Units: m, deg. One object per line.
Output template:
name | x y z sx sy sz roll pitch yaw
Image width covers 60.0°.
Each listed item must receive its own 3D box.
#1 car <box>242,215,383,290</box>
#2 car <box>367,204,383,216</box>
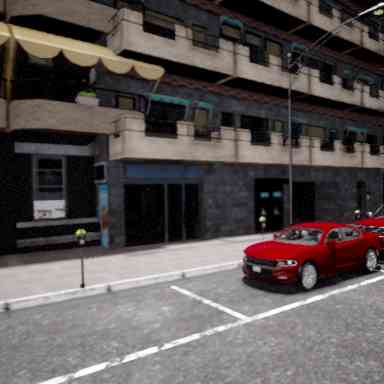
car | 3.319 1.511 8.939 4.507 1.381 1.887 0 -1 -35
car | 7.927 1.256 12.229 5.009 1.841 2.192 0 -1 -35
